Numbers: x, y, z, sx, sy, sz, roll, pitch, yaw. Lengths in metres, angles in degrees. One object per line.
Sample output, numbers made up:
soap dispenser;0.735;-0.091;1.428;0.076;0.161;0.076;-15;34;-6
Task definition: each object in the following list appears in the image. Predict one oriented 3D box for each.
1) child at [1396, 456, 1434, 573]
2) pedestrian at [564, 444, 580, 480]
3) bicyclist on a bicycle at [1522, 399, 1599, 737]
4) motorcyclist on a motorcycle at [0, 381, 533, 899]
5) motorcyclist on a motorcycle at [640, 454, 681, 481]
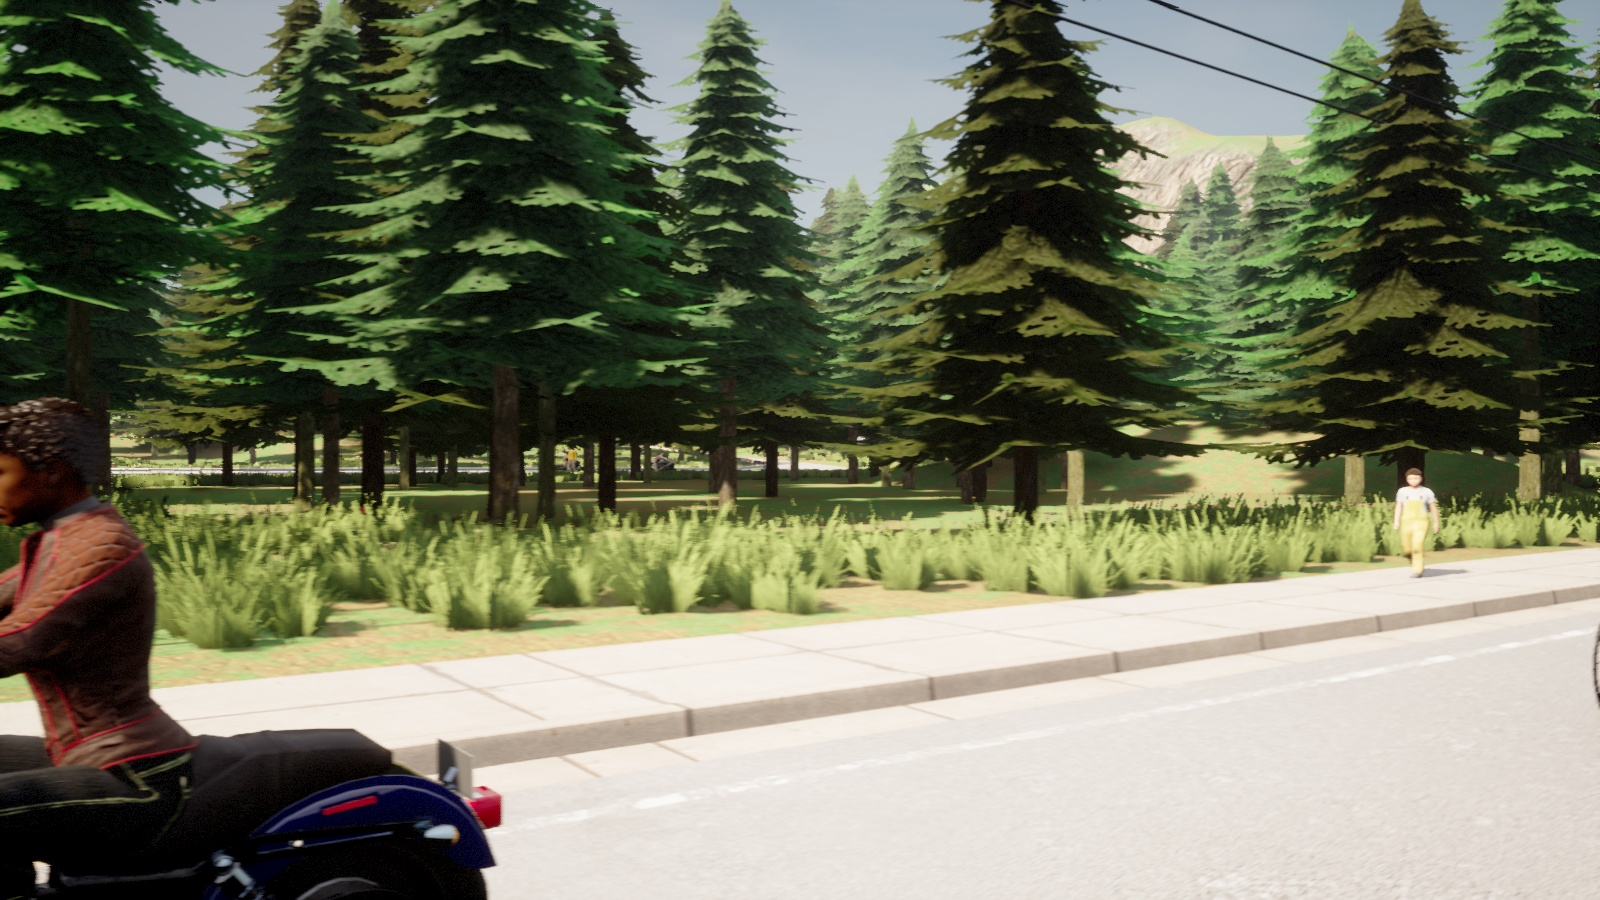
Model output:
child;6.766;0.699;13.818;0.270;1.263;0.437;0;0;41
pedestrian;-11.811;0.600;64.953;0.431;1.840;0.709;0;0;40
bicyclist on a bicycle;4.915;0.624;7.188;1.843;1.776;0.659;0;0;-36
motorcyclist on a motorcycle;-1.776;0.705;2.429;2.350;1.649;0.766;0;0;-35
motorcyclist on a motorcycle;-8.058;0.984;72.631;2.191;1.530;0.866;0;0;-36
